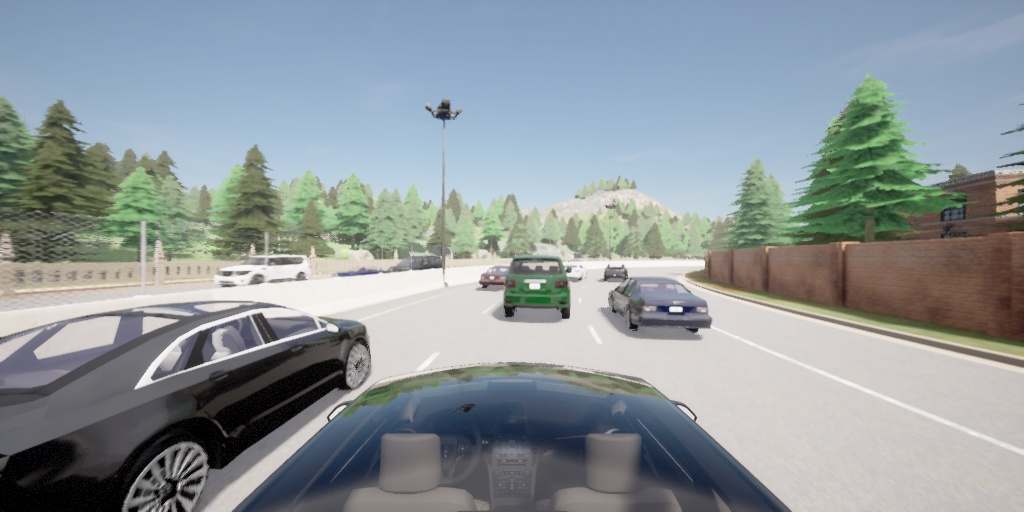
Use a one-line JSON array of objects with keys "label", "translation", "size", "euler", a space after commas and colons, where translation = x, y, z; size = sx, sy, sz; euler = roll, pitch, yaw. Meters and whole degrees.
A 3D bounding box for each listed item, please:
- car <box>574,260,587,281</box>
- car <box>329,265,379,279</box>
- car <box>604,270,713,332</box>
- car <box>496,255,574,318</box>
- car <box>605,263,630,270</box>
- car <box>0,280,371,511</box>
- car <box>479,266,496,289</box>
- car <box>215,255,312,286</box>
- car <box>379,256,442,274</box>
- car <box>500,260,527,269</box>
[{"label": "car", "translation": [5.351, 1.362, 31.041], "size": [1.812, 1.442, 4.674], "euler": [0, 0, 19]}, {"label": "car", "translation": [-10.896, 1.354, 26.074], "size": [1.895, 1.301, 4.718], "euler": [0, 0, 14]}, {"label": "car", "translation": [4.247, 1.336, 11.107], "size": [2.033, 1.411, 5.357], "euler": [0, 0, 7]}, {"label": "car", "translation": [1.042, 1.001, 13.326], "size": [2.150, 2.045, 5.566], "euler": [0, 0, 8]}, {"label": "car", "translation": [9.053, 1.344, 30.961], "size": [2.128, 1.511, 4.902], "euler": [0, 0, 20]}, {"label": "car", "translation": [-3.238, 1.232, 3.905], "size": [2.128, 1.511, 4.902], "euler": [0, 0, 1]}, {"label": "car", "translation": [-0.571, 1.341, 23.518], "size": [2.033, 1.411, 5.357], "euler": [0, 0, 14]}, {"label": "car", "translation": [-15.285, 0.947, 22.512], "size": [2.150, 2.045, 5.566], "euler": [0, 0, 12]}, {"label": "car", "translation": [-7.095, 0.994, 26.854], "size": [2.150, 2.045, 5.566], "euler": [0, 0, 15]}, {"label": "car", "translation": [0.273, 1.424, 60.553], "size": [2.033, 1.411, 5.357], "euler": [0, 0, 33]}]
